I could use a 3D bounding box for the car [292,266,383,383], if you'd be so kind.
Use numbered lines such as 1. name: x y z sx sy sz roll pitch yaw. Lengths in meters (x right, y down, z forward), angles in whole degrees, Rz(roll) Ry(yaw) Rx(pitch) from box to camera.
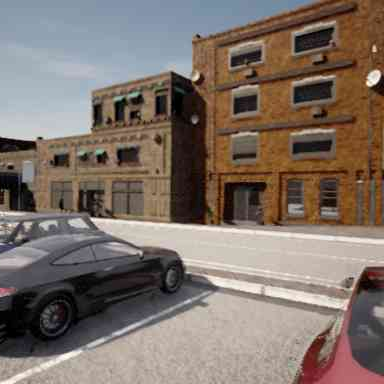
1. car: 2.517 1.510 3.387 2.163 1.488 4.792 0 0 36

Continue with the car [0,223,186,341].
1. car: -2.032 1.521 6.595 2.002 1.452 4.674 0 0 36

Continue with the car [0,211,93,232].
1. car: -4.277 1.356 8.239 2.185 1.767 4.553 0 0 36
